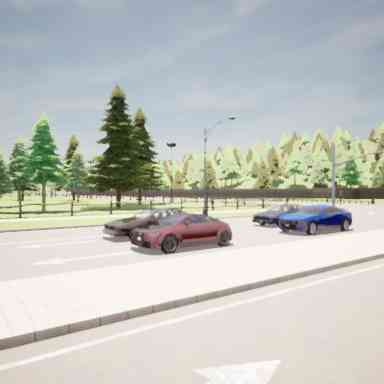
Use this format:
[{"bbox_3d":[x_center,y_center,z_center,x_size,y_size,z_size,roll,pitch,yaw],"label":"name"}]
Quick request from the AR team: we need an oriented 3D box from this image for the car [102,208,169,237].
[{"bbox_3d":[-1.705,1.537,16.869,5.357,1.411,2.033,0,0,-35],"label":"car"}]

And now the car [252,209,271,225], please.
[{"bbox_3d":[6.531,1.525,22.642,5.357,1.411,2.033,0,0,-35],"label":"car"}]

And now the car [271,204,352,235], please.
[{"bbox_3d":[6.990,1.458,18.700,5.008,1.535,1.882,0,0,-35],"label":"car"}]

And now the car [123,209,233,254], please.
[{"bbox_3d":[-0.345,1.555,13.546,4.181,1.385,1.994,0,0,-36],"label":"car"}]
